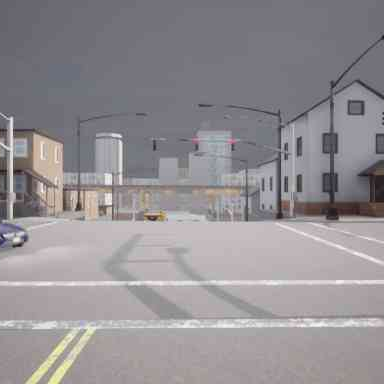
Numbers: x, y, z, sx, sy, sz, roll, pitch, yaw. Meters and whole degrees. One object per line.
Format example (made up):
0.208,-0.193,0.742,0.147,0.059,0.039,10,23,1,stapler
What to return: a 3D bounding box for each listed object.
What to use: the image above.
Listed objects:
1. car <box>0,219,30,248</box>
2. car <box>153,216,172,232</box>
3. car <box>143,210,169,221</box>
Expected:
-8.582,1.483,12.853,4.674,1.442,1.812,0,0,18,car
-3.781,4.235,43.687,2.128,1.511,4.902,0,-13,-1,car
-3.673,2.536,33.465,1.882,1.535,5.008,0,-9,1,car
